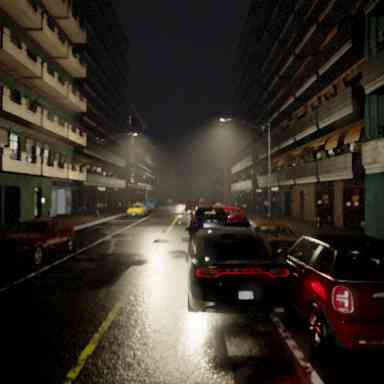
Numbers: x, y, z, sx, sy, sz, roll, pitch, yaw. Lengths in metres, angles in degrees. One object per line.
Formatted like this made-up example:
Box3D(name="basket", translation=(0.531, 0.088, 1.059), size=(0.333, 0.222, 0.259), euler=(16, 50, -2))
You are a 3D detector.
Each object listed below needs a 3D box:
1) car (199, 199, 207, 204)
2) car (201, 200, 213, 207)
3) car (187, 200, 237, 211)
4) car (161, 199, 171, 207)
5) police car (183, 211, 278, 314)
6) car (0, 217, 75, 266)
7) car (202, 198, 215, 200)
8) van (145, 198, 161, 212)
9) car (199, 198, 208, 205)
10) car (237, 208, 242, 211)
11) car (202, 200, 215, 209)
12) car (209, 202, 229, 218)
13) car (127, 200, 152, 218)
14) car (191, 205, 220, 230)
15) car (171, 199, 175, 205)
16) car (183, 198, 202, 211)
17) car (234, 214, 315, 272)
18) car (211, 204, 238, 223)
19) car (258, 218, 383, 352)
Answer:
Box3D(name="car", translation=(2.808, 2.432, 85.528), size=(1.947, 1.339, 4.313), euler=(0, -1, 0))
Box3D(name="car", translation=(2.777, 2.156, 62.885), size=(2.008, 1.369, 4.403), euler=(0, -1, 0))
Box3D(name="car", translation=(0.924, 1.508, 17.870), size=(2.097, 1.767, 4.553), euler=(0, -1, 0))
Box3D(name="car", translation=(-5.604, 2.046, 62.922), size=(1.967, 1.590, 4.097), euler=(0, -1, 0))
Box3D(name="police car", translation=(0.811, 1.495, 7.990), size=(1.930, 1.638, 5.238), euler=(0, -1, -1))
Box3D(name="car", translation=(-5.676, 1.650, 11.966), size=(1.887, 1.381, 4.507), euler=(0, -1, 0))
Box3D(name="car", translation=(2.759, 1.798, 51.564), size=(2.192, 1.841, 5.009), euler=(0, -1, 0))
Box3D(name="van", translation=(-5.629, 1.764, 45.939), size=(1.690, 1.788, 3.998), euler=(0, -1, 0))
Box3D(name="car", translation=(2.800, 2.239, 79.871), size=(1.967, 1.590, 4.097), euler=(0, -1, 0))
Box3D(name="car", translation=(2.721, 1.750, 23.256), size=(1.887, 1.381, 4.507), euler=(0, -1, 0))
Box3D(name="car", translation=(2.768, 2.095, 57.224), size=(2.008, 1.369, 4.403), euler=(0, -1, 0))
Box3D(name="car", translation=(2.736, 1.836, 34.749), size=(1.752, 1.417, 4.829), euler=(0, -1, 0))
Box3D(name="car", translation=(-5.644, 1.833, 34.444), size=(1.752, 1.417, 4.829), euler=(0, -1, 0))
Box3D(name="car", translation=(0.869, 1.737, 23.894), size=(1.812, 1.442, 4.674), euler=(0, -1, 0))
Box3D(name="car", translation=(-5.580, 2.322, 79.737), size=(1.752, 1.417, 4.829), euler=(0, -1, 0))
Box3D(name="car", translation=(0.096, 1.889, 44.809), size=(1.882, 1.535, 5.008), euler=(0, -1, 1))
Box3D(name="car", translation=(2.705, 1.631, 12.101), size=(1.752, 1.417, 4.829), euler=(0, -1, 0))
Box3D(name="car", translation=(2.728, 1.801, 28.921), size=(1.887, 1.381, 4.507), euler=(0, -1, 0))
Box3D(name="car", translation=(2.696, 1.494, 6.270), size=(1.967, 1.590, 4.097), euler=(0, -1, 0))
